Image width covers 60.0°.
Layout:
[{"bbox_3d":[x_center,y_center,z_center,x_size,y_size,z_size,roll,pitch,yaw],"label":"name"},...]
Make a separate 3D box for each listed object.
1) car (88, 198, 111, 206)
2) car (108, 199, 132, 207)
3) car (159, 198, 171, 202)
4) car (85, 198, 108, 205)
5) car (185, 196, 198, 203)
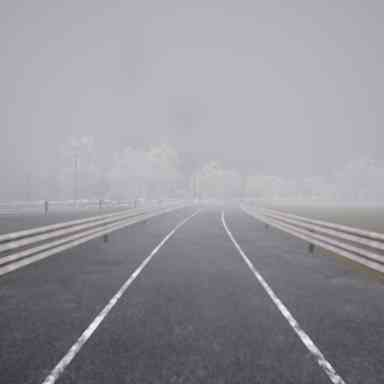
[{"bbox_3d":[-17.764,1.875,63.877,1.882,1.535,5.008,0,-1,17],"label":"car"},{"bbox_3d":[-12.234,1.901,58.069,1.895,1.301,4.718,0,-1,17],"label":"car"},{"bbox_3d":[-7.596,2.396,94.222,1.882,1.535,5.008,0,-1,20],"label":"car"},{"bbox_3d":[-16.173,1.838,57.152,2.033,1.411,5.357,0,-1,17],"label":"car"},{"bbox_3d":[0.359,2.522,95.647,1.895,1.301,4.718,0,-1,20],"label":"car"}]
